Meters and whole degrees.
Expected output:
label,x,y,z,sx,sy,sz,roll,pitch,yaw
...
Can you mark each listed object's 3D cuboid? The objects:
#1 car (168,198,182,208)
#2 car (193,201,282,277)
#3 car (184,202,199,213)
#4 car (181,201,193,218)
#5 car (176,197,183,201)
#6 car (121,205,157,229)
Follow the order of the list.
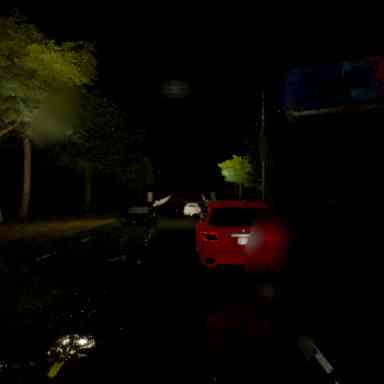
label,x,y,z,sx,sy,sz,roll,pitch,yaw
car,-3.500,2.420,64.514,2.033,1.411,5.357,0,0,0
car,1.227,1.277,10.587,2.150,2.045,5.566,0,0,0
car,0.013,2.149,46.379,1.994,1.385,4.181,0,-1,1
car,0.061,1.913,35.202,1.812,1.442,4.674,0,-1,0
car,-3.488,2.032,85.206,2.097,1.767,4.553,0,2,0
car,-3.595,1.666,23.136,1.882,1.535,5.008,0,-1,0
